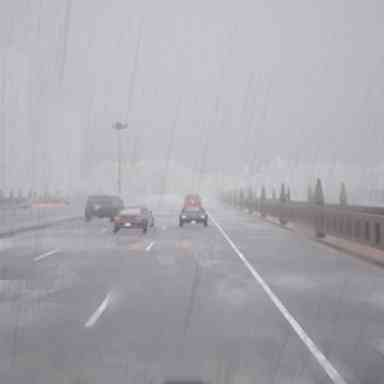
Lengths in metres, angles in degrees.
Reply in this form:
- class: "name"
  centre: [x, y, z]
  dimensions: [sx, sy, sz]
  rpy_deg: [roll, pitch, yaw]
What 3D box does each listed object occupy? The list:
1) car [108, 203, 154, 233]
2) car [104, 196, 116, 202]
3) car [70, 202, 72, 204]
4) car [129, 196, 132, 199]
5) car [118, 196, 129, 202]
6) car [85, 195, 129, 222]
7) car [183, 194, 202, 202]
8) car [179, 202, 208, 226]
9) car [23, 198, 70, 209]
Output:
- class: "car"
  centre: [-3.405, 1.556, 19.919]
  dimensions: [1.812, 1.442, 4.674]
  rpy_deg: [0, 0, 0]
- class: "car"
  centre: [-20.832, 1.640, 84.518]
  dimensions: [1.812, 1.442, 4.674]
  rpy_deg: [0, 0, 1]
- class: "car"
  centre: [-17.588, 1.633, 44.560]
  dimensions: [1.994, 1.385, 4.181]
  rpy_deg: [0, 0, 0]
- class: "car"
  centre: [-14.016, 1.663, 72.060]
  dimensions: [1.994, 1.385, 4.181]
  rpy_deg: [0, 0, 0]
- class: "car"
  centre: [-17.333, 1.639, 84.418]
  dimensions: [1.812, 1.442, 4.674]
  rpy_deg: [0, 0, 1]
- class: "car"
  centre: [-6.907, 1.263, 26.870]
  dimensions: [2.150, 2.045, 5.566]
  rpy_deg: [0, 0, 0]
- class: "car"
  centre: [0.101, 1.285, 41.833]
  dimensions: [2.150, 2.045, 5.566]
  rpy_deg: [0, 0, 0]
- class: "car"
  centre: [0.094, 1.637, 23.576]
  dimensions: [1.895, 1.301, 4.718]
  rpy_deg: [0, 0, 0]
- class: "car"
  centre: [-14.102, 1.402, 32.556]
  dimensions: [2.097, 1.767, 4.553]
  rpy_deg: [0, 0, 0]
